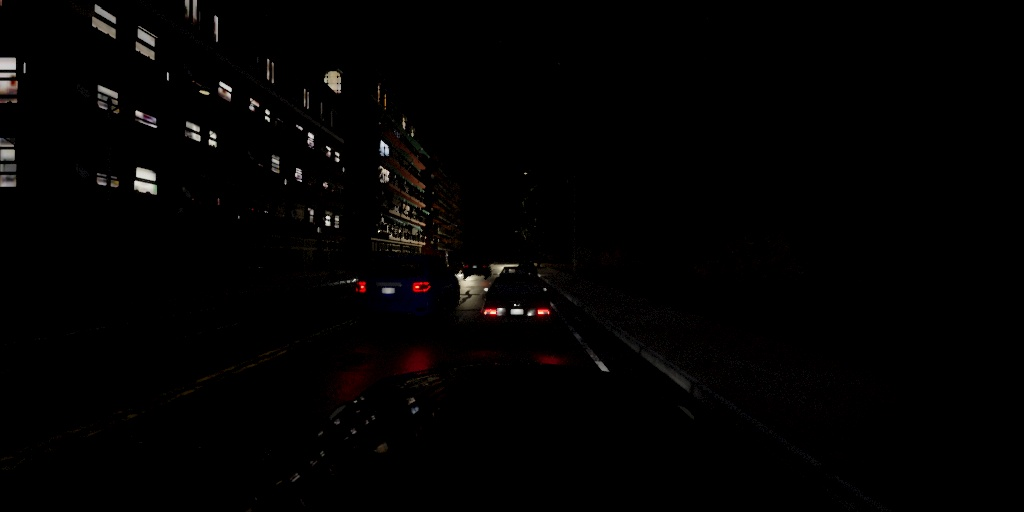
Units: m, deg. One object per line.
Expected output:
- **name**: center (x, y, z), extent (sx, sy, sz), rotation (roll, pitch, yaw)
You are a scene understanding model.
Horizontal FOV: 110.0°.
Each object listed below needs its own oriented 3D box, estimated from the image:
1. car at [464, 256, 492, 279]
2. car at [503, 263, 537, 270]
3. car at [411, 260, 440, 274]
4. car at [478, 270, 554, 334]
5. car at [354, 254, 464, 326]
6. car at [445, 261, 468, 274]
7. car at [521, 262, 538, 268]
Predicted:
- **car**: center (-3.121, 0.979, 32.777), extent (2.150, 2.045, 5.566), rotation (0, 0, 0)
- **car**: center (0.116, 1.300, 20.915), extent (2.033, 1.411, 5.357), rotation (0, 0, 0)
- **car**: center (-9.815, 1.245, 41.267), extent (2.128, 1.511, 4.902), rotation (0, 0, 0)
- **car**: center (0.110, 1.299, 10.554), extent (2.033, 1.411, 5.357), rotation (0, 0, 0)
- **car**: center (-3.142, 0.973, 11.796), extent (2.150, 2.045, 5.566), rotation (0, 0, 0)
- **car**: center (-6.563, 1.317, 42.847), extent (1.994, 1.385, 4.181), rotation (0, 0, 0)
- **car**: center (1.164, 1.259, 30.682), extent (1.837, 1.490, 4.892), rotation (0, 0, 0)
